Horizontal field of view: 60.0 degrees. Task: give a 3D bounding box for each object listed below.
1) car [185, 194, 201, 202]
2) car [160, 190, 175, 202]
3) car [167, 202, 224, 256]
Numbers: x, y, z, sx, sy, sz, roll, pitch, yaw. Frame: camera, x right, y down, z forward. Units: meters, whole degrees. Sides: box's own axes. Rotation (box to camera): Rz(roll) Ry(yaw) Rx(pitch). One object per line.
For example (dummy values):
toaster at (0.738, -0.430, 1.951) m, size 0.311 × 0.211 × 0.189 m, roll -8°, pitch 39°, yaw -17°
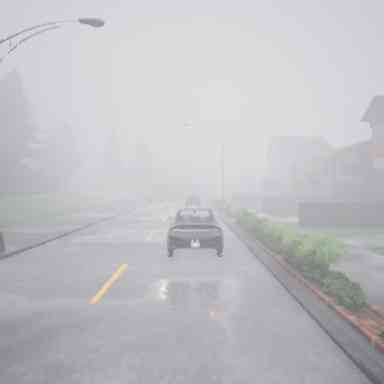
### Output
car at (0.111, 1.050, 40.952) m, size 1.837 × 1.490 × 4.892 m, roll 0°, pitch 1°, yaw 0°
car at (-3.985, 0.630, 55.307) m, size 2.150 × 2.045 × 5.566 m, roll 0°, pitch 1°, yaw 0°
car at (0.104, 1.352, 12.435) m, size 2.128 × 1.511 × 4.902 m, roll 0°, pitch 1°, yaw 0°
